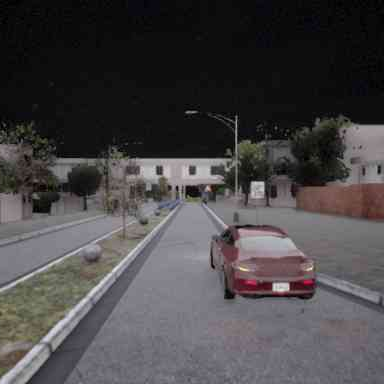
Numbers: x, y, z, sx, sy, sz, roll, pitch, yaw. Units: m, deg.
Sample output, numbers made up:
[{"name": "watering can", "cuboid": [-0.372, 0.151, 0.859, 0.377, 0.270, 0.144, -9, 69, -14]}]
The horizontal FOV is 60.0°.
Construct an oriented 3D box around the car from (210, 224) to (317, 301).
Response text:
[{"name": "car", "cuboid": [1.515, 1.523, 8.243, 1.812, 1.442, 4.674, 0, 0, -2]}]
